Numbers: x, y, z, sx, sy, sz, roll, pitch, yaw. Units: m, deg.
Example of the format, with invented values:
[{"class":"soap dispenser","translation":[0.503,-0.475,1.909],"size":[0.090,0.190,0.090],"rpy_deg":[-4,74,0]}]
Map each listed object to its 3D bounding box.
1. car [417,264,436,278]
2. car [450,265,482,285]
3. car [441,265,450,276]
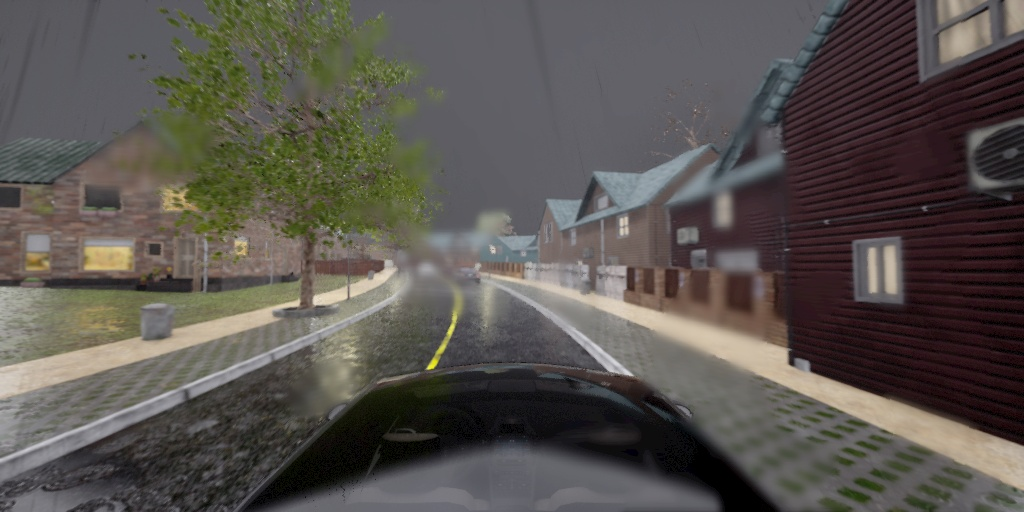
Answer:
[{"class":"car","translation":[-9.965,1.712,41.870],"size":[1.812,1.442,4.674],"rpy_deg":[0,0,-16]},{"class":"car","translation":[-3.832,1.668,30.721],"size":[2.033,1.411,5.357],"rpy_deg":[0,-1,-15]},{"class":"car","translation":[-7.656,1.815,44.380],"size":[1.895,1.301,4.718],"rpy_deg":[0,0,-16]}]
